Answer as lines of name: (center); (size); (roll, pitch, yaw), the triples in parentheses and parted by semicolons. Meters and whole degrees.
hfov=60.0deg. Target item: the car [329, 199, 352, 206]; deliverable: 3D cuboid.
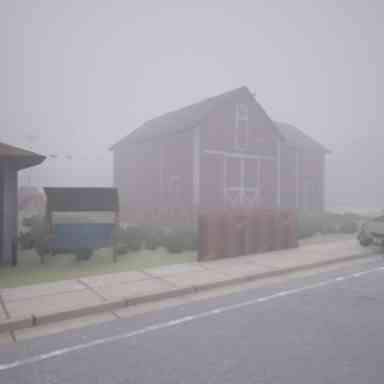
car: (27.449, 1.947, 61.571); (1.812, 1.442, 4.674); (0, 0, -14)

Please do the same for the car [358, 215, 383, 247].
car: (8.566, 1.563, 13.641); (4.193, 1.474, 1.816); (1, 5, -38)
